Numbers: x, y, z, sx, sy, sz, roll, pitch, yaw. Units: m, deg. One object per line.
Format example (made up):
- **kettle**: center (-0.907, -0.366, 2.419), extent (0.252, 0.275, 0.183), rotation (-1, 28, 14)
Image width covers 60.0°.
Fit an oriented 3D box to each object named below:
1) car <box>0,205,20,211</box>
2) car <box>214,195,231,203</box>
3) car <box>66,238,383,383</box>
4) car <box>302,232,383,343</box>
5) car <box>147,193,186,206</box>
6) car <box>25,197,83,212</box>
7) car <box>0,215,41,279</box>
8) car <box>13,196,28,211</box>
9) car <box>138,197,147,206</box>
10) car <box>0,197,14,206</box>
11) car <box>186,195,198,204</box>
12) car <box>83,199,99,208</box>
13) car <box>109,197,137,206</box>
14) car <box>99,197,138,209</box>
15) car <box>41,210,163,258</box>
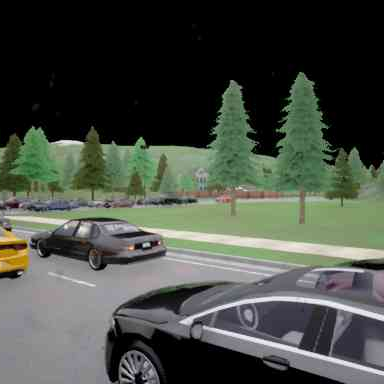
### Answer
- **car**: center (-11.256, 1.547, 17.129), extent (5.357, 1.411, 2.033), rotation (0, 0, 38)
- **car**: center (6.311, 1.351, 66.018), extent (2.097, 1.767, 4.553), rotation (0, 0, 39)
- **car**: center (1.186, 1.492, 3.106), extent (4.902, 1.511, 2.128), rotation (0, 0, 38)
- **car**: center (4.153, 1.564, 5.227), extent (4.181, 1.385, 1.994), rotation (0, 0, 38)
- **car**: center (-3.967, 1.222, 53.215), extent (2.150, 2.045, 5.566), rotation (0, 0, 39)
- **car**: center (-15.785, 1.547, 38.366), extent (2.033, 1.411, 5.357), rotation (0, 0, 38)
- **car**: center (-6.283, 1.478, 8.891), extent (5.008, 1.535, 1.882), rotation (0, 0, 38)
- **car**: center (-18.473, 1.491, 40.609), extent (2.128, 1.511, 4.902), rotation (0, 0, 39)
- **car**: center (-7.216, 1.564, 54.754), extent (1.994, 1.385, 4.181), rotation (0, 0, 38)
- **car**: center (-22.003, 1.352, 41.793), extent (2.097, 1.767, 4.553), rotation (0, 0, 39)
- **car**: center (-0.916, 1.352, 62.630), extent (2.097, 1.767, 4.553), rotation (0, 0, 39)
- **car**: center (-12.706, 1.601, 47.857), extent (1.895, 1.301, 4.718), rotation (0, 0, 39)
- **car**: center (-11.390, 1.564, 55.123), extent (1.994, 1.385, 4.181), rotation (0, 0, 38)
- **car**: center (-10.034, 1.564, 45.595), extent (1.994, 1.385, 4.181), rotation (0, 0, 39)
- **car**: center (-3.273, 1.547, 10.984), extent (5.357, 1.411, 2.033), rotation (0, 0, 38)
